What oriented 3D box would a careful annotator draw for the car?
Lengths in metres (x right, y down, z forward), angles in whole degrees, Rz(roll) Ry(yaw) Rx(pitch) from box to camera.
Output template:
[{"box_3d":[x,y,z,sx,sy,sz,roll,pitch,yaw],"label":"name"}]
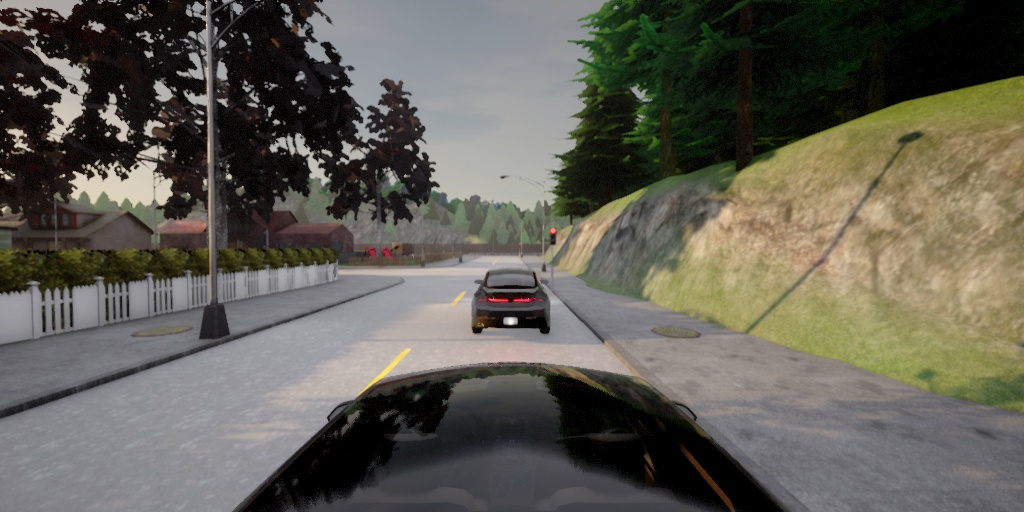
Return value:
[{"box_3d":[-0.019,1.068,9.937,1.837,1.490,4.892,0,1,0],"label":"car"}]
